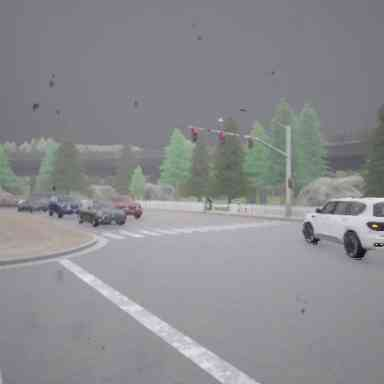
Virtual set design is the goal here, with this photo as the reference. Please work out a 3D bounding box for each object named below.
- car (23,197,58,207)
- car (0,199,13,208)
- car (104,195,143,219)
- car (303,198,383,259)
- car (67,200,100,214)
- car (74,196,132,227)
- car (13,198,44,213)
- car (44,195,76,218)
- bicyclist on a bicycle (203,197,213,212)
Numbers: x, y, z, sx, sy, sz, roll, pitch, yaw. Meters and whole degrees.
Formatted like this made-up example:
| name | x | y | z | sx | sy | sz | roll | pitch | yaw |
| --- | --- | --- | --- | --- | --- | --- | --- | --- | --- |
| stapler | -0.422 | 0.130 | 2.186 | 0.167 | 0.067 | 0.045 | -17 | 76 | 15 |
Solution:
| name | x | y | z | sx | sy | sz | roll | pitch | yaw |
| --- | --- | --- | --- | --- | --- | --- | --- | --- | --- |
| car | -24.178 | 1.644 | 53.088 | 4.902 | 1.511 | 2.128 | 0 | 0 | 16 |
| car | -28.401 | 1.713 | 50.519 | 4.181 | 1.385 | 1.994 | 0 | 0 | 9 |
| car | -6.386 | 1.273 | 29.448 | 2.150 | 2.045 | 5.566 | 0 | 0 | -35 |
| car | 6.266 | 1.226 | 12.753 | 2.150 | 2.045 | 5.566 | 0 | 0 | -5 |
| car | -12.191 | 1.610 | 37.100 | 1.812 | 1.442 | 4.674 | 0 | 0 | -41 |
| car | -6.278 | 1.383 | 23.105 | 2.097 | 1.767 | 4.553 | 0 | 0 | -35 |
| car | -18.334 | 1.660 | 38.432 | 4.181 | 1.385 | 1.994 | 0 | 0 | 38 |
| car | -11.733 | 1.285 | 30.982 | 2.150 | 2.045 | 5.566 | 0 | 0 | -36 |
| bicyclist on a bicycle | 1.851 | 1.367 | 36.907 | 1.656 | 1.620 | 0.582 | 0 | 0 | -34 |
